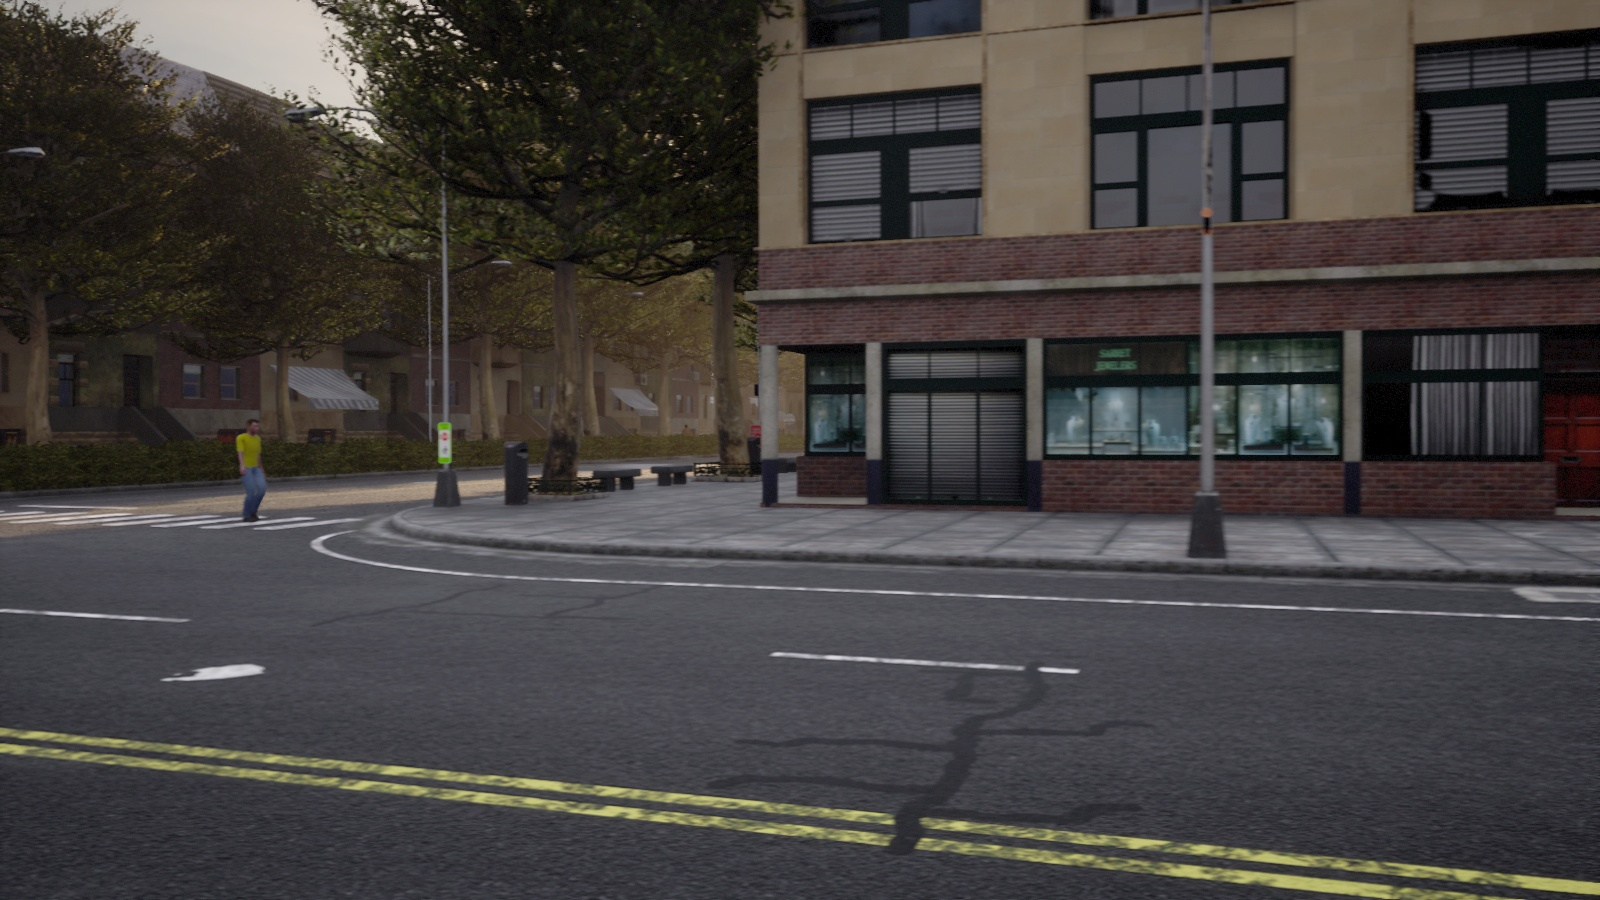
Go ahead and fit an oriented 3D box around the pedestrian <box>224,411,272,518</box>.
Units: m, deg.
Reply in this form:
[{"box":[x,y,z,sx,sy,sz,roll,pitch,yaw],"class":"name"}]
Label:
[{"box":[-9.564,0.245,21.761,0.706,1.836,0.354,1,1,22],"class":"pedestrian"}]
